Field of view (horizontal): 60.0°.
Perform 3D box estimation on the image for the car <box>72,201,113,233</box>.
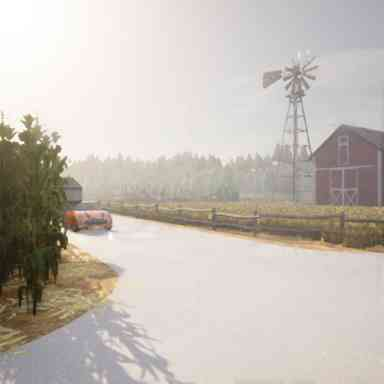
[{"bbox_3d":[-6.358,1.351,20.031,2.097,1.767,4.553,0,0,-32],"label":"car"}]
